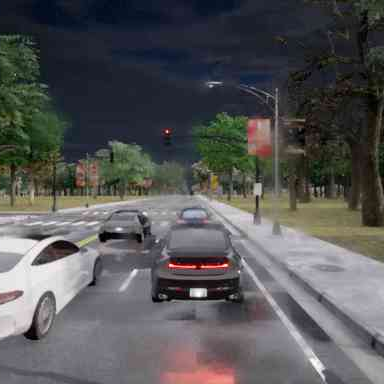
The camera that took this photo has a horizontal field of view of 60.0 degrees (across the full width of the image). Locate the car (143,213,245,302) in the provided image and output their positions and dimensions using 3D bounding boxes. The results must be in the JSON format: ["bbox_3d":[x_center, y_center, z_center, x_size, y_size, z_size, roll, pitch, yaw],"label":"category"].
[{"bbox_3d":[0.117,1.505,8.212,1.837,1.490,4.892,0,0,0],"label":"car"}]

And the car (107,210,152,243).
[{"bbox_3d":[-3.118,1.565,16.209,1.994,1.385,4.181,0,0,0],"label":"car"}]

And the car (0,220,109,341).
[{"bbox_3d":[-3.138,1.526,6.373,1.812,1.442,4.674,0,0,0],"label":"car"}]

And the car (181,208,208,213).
[{"bbox_3d":[0.134,1.527,17.283,1.812,1.442,4.674,0,0,0],"label":"car"}]
